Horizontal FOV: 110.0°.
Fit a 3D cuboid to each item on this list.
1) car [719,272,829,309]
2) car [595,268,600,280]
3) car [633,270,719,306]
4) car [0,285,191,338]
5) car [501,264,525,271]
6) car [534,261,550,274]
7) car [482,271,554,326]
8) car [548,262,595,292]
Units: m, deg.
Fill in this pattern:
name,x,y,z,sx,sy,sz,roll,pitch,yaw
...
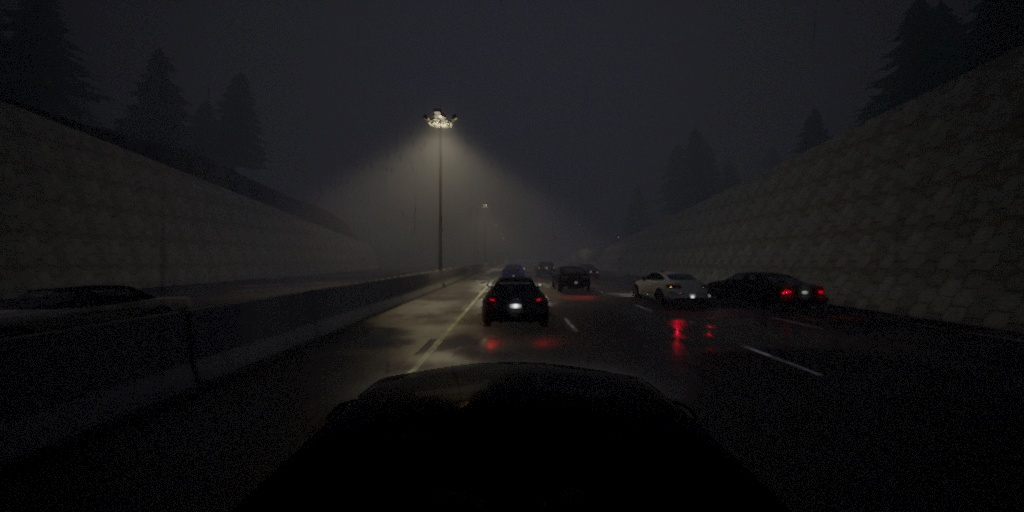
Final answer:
name,x,y,z,sx,sy,sz,roll,pitch,yaw
car,10.607,1.389,15.494,2.033,1.411,5.357,0,0,0
car,7.118,1.514,34.871,2.033,1.411,5.357,0,0,0
car,7.102,1.372,16.422,1.812,1.442,4.674,0,0,0
car,-10.571,1.394,8.468,1.895,1.301,4.718,0,0,0
car,0.114,1.416,30.534,1.882,1.535,5.008,0,0,0
car,3.621,1.349,39.487,2.097,1.767,4.553,0,0,0
car,0.105,1.381,12.007,1.994,1.385,4.181,0,0,0
car,3.612,1.365,22.657,1.882,1.535,5.008,0,0,0
